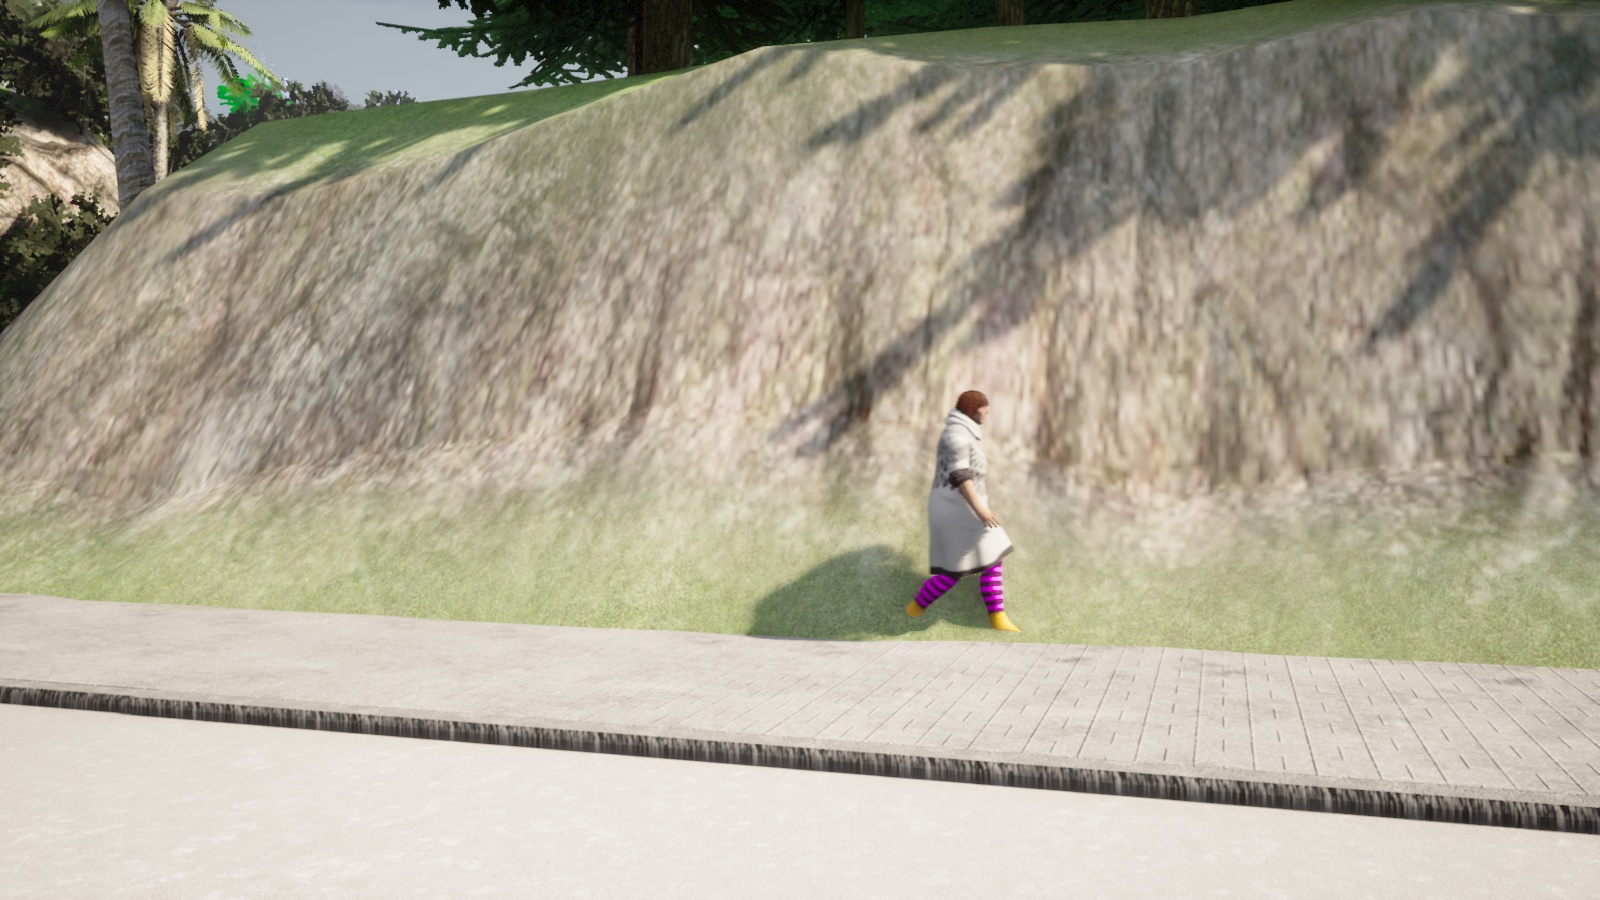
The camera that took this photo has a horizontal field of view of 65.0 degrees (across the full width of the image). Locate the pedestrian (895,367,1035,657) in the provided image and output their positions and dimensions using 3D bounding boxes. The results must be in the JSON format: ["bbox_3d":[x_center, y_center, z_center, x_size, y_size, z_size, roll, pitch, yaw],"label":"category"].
[{"bbox_3d":[1.177,0.411,8.883,0.873,1.952,0.659,0,1,19],"label":"pedestrian"}]
